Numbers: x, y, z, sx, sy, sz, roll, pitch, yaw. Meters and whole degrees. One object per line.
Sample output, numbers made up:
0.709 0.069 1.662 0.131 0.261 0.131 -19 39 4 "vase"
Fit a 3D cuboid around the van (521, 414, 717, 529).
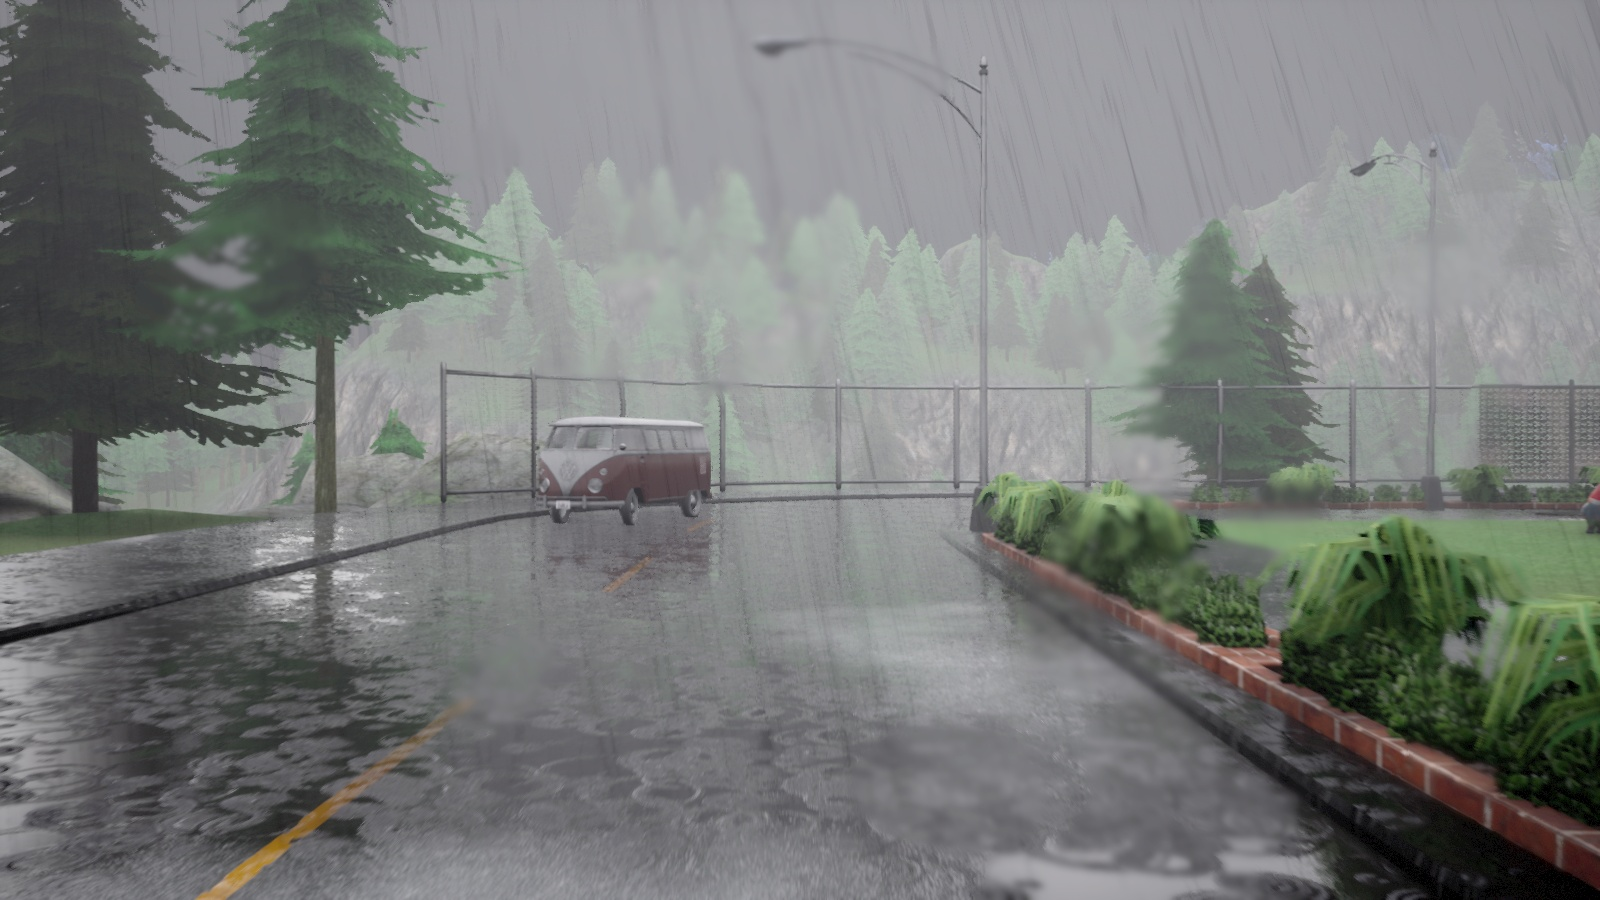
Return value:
-3.327 0.363 24.002 1.775 1.987 4.442 0 0 21 "van"
